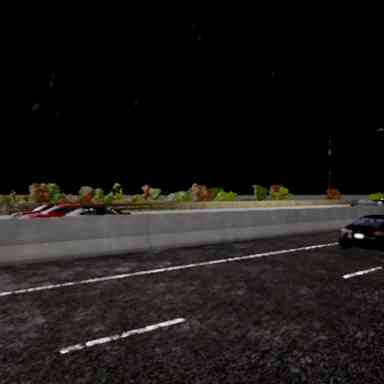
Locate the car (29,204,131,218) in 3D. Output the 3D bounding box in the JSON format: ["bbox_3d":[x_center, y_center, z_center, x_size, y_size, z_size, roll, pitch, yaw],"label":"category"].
[{"bbox_3d":[-5.471,1.535,17.286,4.892,1.490,1.837,0,0,-36],"label":"car"}]

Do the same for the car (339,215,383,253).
[{"bbox_3d":[7.918,1.638,13.693,4.181,1.385,1.994,0,0,-35],"label":"car"}]

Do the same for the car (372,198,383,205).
[{"bbox_3d":[27.065,1.469,44.741,5.566,2.045,2.150,0,0,-35],"label":"car"}]

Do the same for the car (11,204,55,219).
[{"bbox_3d":[-7.768,1.506,19.947,5.008,1.535,1.882,0,0,-36],"label":"car"}]

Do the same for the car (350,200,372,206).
[{"bbox_3d":[24.576,1.792,47.264,5.357,1.411,2.033,0,0,-35],"label":"car"}]
